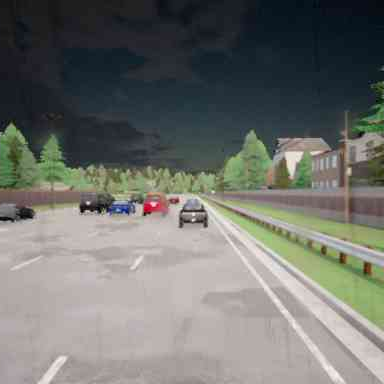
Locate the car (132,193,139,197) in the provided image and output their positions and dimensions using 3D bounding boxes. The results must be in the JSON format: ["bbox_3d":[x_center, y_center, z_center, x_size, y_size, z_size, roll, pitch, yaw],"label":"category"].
[{"bbox_3d":[-10.420,1.289,64.476,2.150,2.045,5.566,0,0,0],"label":"car"}]

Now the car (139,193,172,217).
[{"bbox_3d":[-3.411,1.257,32.236,2.150,2.045,5.566,0,0,0],"label":"car"}]

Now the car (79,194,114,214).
[{"bbox_3d":[-10.409,1.260,35.989,2.150,2.045,5.566,0,0,0],"label":"car"}]

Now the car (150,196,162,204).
[{"bbox_3d":[-6.920,1.593,64.866,1.812,1.442,4.674,0,0,0],"label":"car"}]

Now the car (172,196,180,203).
[{"bbox_3d":[-3.420,1.546,65.107,1.882,1.535,5.008,0,0,0],"label":"car"}]

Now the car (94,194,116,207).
[{"bbox_3d":[-13.919,1.276,53.471,2.150,2.045,5.566,0,0,0],"label":"car"}]

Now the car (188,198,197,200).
[{"bbox_3d":[0.085,1.596,46.094,2.033,1.411,5.357,0,0,0],"label":"car"}]

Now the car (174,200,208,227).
[{"bbox_3d":[0.093,1.516,22.801,2.128,1.511,4.902,0,0,0],"label":"car"}]

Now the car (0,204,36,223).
[{"bbox_3d":[-13.908,1.590,25.919,1.994,1.385,4.181,0,0,0],"label":"car"}]

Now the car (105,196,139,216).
[{"bbox_3d":[-6.912,1.512,33.541,1.882,1.535,5.008,0,0,0],"label":"car"}]
